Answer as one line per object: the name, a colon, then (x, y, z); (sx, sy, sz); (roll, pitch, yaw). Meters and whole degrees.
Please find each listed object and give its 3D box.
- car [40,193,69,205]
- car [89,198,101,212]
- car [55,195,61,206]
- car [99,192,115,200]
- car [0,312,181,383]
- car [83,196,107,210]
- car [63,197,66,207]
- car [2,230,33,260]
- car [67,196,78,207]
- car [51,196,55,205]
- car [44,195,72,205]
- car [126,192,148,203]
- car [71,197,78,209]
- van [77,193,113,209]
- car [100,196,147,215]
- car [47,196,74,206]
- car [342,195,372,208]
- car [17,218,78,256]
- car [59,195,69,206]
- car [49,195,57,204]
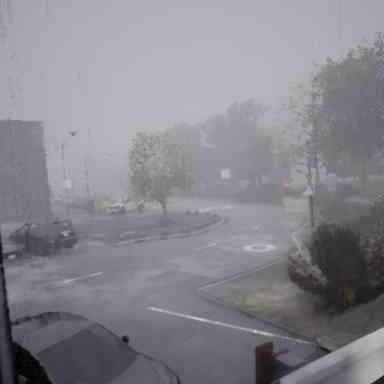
car: (-31.915, 1.603, 77.259); (2.435, 2.045, 5.566); (-3, 4, 36)
car: (-11.528, 1.874, 47.592); (1.946, 1.575, 5.366); (-3, 4, 36)
car: (-23.453, 1.733, 64.836); (2.185, 1.767, 4.553); (-2, 4, 36)
car: (-19.303, 0.899, 75.188); (1.812, 1.442, 4.674); (-6, 3, -34)
car: (-2.423, 3.391, 6.417); (4.792, 1.488, 2.163); (-1, 4, 34)
car: (-13.333, 1.930, 49.922); (2.002, 1.452, 4.674); (-3, 4, 36)
car: (-20.092, 1.910, 59.854); (2.002, 1.452, 4.674); (-3, 4, 36)
car: (-12.235, 3.385, 20.236); (4.792, 1.488, 2.163); (-3, 3, 34)
car: (-18.440, 1.753, 57.339); (2.185, 1.767, 4.553); (-3, 4, 36)
car: (-25.138, 1.885, 67.335); (2.163, 1.488, 4.792); (-3, 4, 36)
car: (-30.102, 1.833, 74.915); (1.946, 1.575, 5.366); (-3, 4, 36)
car: (-10.311, 0.913, 62.118); (2.097, 1.767, 4.553); (-6, 4, -34)
car: (-16.707, 1.879, 54.886); (2.097, 1.535, 5.008); (-2, 4, 36)
van: (-15.106, 1.672, 52.291); (1.878, 1.987, 4.442); (-2, 4, 36)
car: (-8.267, 1.656, 42.440); (2.435, 2.045, 5.566); (-2, 4, 36)
car: (-28.503, 1.881, 72.304); (2.163, 1.488, 4.792); (-3, 4, 36)
car: (13.193, 1.003, 26.478); (2.097, 1.767, 4.553); (-5, 2, -20)
car: (-9.922, 2.845, 21.953); (5.566, 2.045, 2.435); (-3, 3, 34)
car: (-21.768, 1.737, 62.353); (2.185, 1.767, 4.553); (-2, 4, 36)
car: (-26.845, 1.603, 69.802); (2.435, 2.045, 5.566); (-3, 4, 36)
